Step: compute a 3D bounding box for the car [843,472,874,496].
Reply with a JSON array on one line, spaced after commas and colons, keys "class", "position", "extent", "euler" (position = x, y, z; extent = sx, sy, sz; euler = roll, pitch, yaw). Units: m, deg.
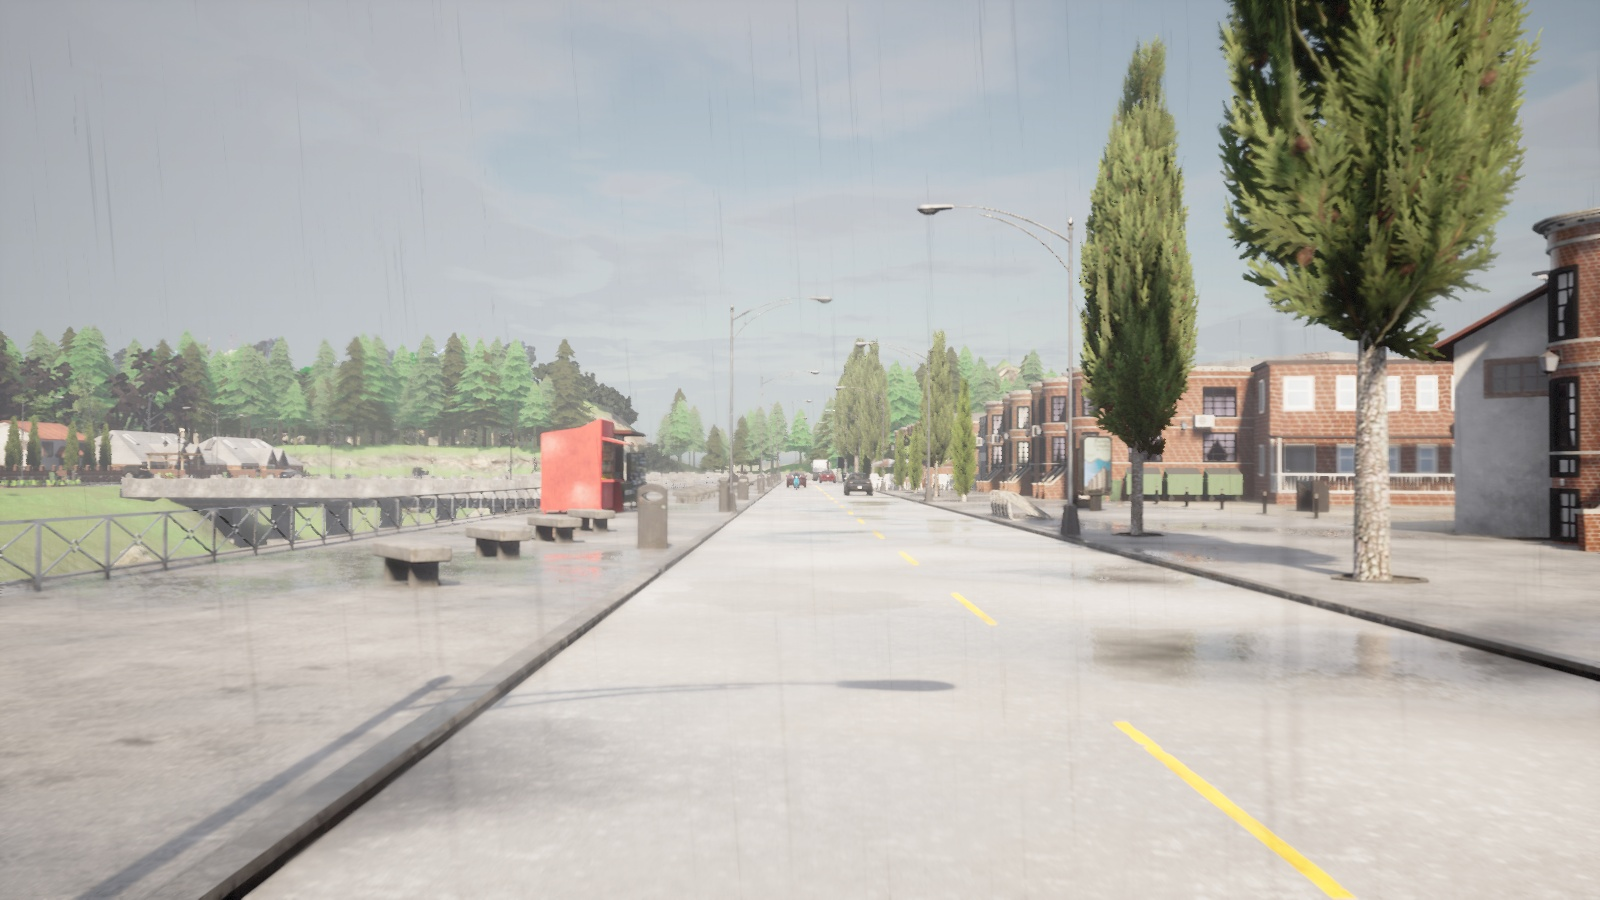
[{"class": "car", "position": [3.789, 2.181, 81.694], "extent": [1.816, 1.474, 4.193], "euler": [0, -1, 0]}]
